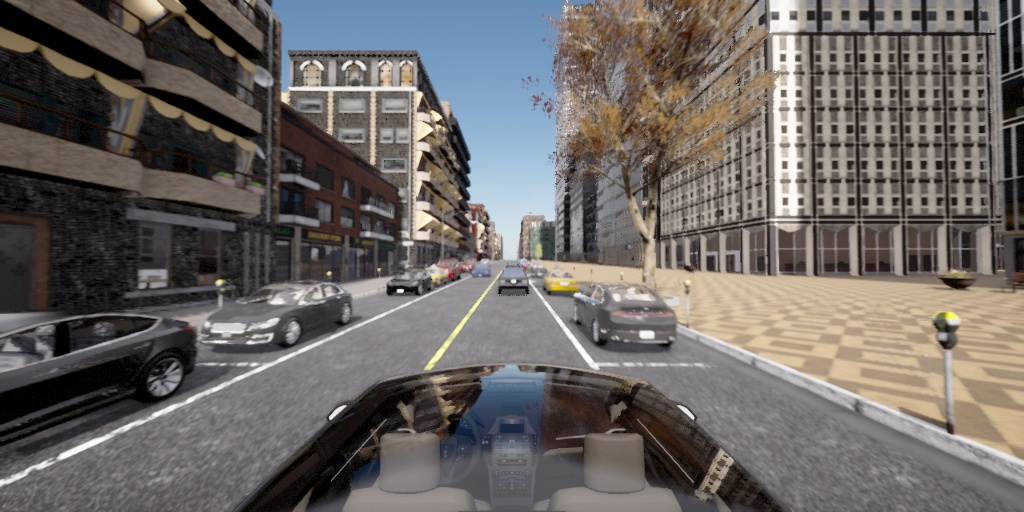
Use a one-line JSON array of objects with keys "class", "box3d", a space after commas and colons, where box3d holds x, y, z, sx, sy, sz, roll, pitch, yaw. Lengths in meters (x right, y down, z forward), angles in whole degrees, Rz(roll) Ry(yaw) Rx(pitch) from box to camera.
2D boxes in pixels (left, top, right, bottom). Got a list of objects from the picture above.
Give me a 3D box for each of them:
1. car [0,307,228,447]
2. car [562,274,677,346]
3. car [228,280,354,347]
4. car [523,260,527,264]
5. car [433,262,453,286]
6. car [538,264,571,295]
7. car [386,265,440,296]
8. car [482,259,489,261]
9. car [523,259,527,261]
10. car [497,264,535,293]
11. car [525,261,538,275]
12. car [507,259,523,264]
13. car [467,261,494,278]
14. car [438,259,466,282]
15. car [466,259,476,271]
[{"class": "car", "box3d": [-5.691, 1.327, 3.756, 1.948, 1.339, 4.313, 0, 0, 0]}, {"class": "car", "box3d": [2.686, 1.343, 9.329, 2.007, 1.370, 4.403, 0, 0, 0]}, {"class": "car", "box3d": [-5.695, 1.343, 9.326, 2.007, 1.370, 4.403, 0, 0, 0]}, {"class": "car", "box3d": [2.668, 1.534, 42.746, 2.007, 1.370, 4.403, 0, 0, 0]}, {"class": "car", "box3d": [-5.704, 1.412, 25.864, 1.751, 1.417, 4.829, 0, 0, 0]}, {"class": "car", "box3d": [2.680, 1.381, 20.639, 1.751, 1.417, 4.829, 0, 0, 0]}, {"class": "car", "box3d": [-5.701, 1.421, 20.465, 1.948, 1.339, 4.313, 0, 0, 0]}, {"class": "car", "box3d": [-5.725, 1.680, 65.021, 1.948, 1.339, 4.313, 0, 0, 0]}, {"class": "car", "box3d": [2.661, 1.489, 53.885, 1.967, 1.591, 4.097, 0, 0, 0]}, {"class": "car", "box3d": [0.088, 1.410, 21.662, 2.033, 1.411, 5.357, 0, 0, 0]}, {"class": "car", "box3d": [2.671, 1.502, 37.178, 2.007, 1.370, 4.403, 0, 0, 0]}, {"class": "car", "box3d": [0.075, 1.477, 45.401, 1.882, 1.535, 5.008, 0, 0, 0]}, {"class": "car", "box3d": [-3.113, 1.501, 37.600, 2.033, 1.411, 5.357, 0, 0, 0]}, {"class": "car", "box3d": [-5.707, 1.233, 31.604, 2.192, 1.841, 5.009, 0, 0, 0]}, {"class": "car", "box3d": [-5.716, 1.331, 48.312, 2.192, 1.841, 5.009, 0, 0, 0]}]
